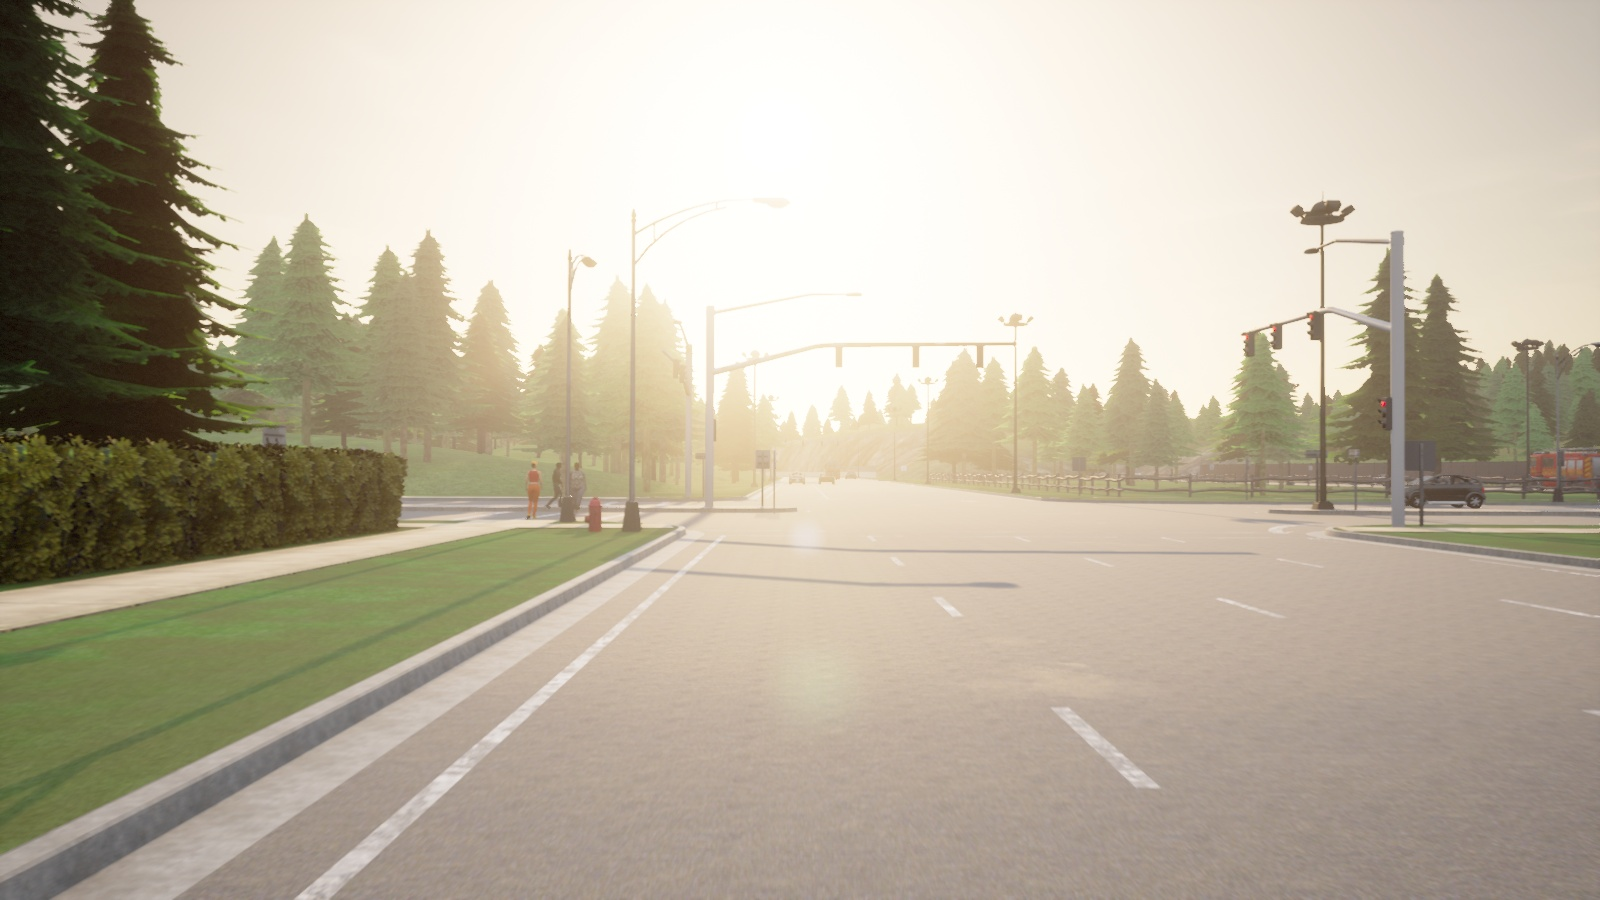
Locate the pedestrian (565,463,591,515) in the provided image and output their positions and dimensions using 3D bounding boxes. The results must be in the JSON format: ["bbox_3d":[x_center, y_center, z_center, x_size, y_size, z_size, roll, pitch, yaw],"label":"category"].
[{"bbox_3d":[-7.889,1.377,44.632,0.874,1.855,0.900,0,-1,-9],"label":"pedestrian"}]

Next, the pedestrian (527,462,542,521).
[{"bbox_3d":[-8.345,1.298,39.481,0.345,1.836,0.594,0,-1,-1],"label":"pedestrian"}]

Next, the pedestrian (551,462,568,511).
[{"bbox_3d":[-9.087,1.388,47.449,0.614,1.847,0.353,0,-1,-18],"label":"pedestrian"}]

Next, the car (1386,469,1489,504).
[{"bbox_3d":[28.540,1.623,56.290,3.705,1.549,1.789,0,-1,0],"label":"car"}]
